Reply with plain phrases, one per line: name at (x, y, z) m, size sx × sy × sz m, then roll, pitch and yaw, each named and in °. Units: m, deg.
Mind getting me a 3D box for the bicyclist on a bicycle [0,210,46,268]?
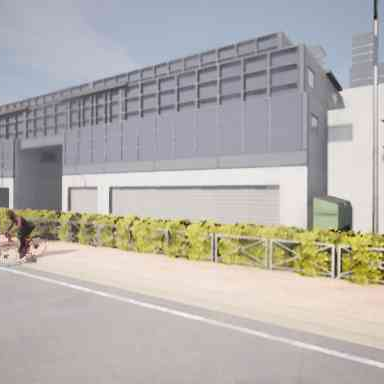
bicyclist on a bicycle at (-5.232, 1.343, 10.079) m, size 0.582 × 1.620 × 1.656 m, roll 0°, pitch 9°, yaw 34°
